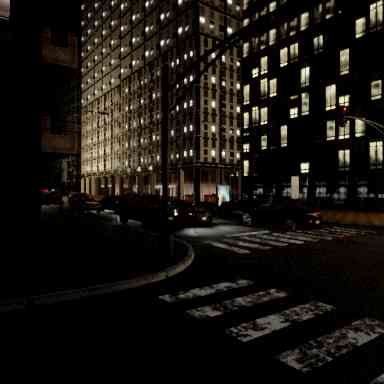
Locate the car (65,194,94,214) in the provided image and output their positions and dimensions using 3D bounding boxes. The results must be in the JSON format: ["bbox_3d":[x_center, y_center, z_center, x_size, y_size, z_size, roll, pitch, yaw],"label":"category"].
[{"bbox_3d":[-9.136,1.067,28.266,1.802,1.307,4.206,2,0,-36],"label":"car"}]

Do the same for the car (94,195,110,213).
[{"bbox_3d":[-6.449,0.988,28.954,1.882,1.535,5.008,0,1,-36],"label":"car"}]

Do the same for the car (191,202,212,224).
[{"bbox_3d":[-0.671,1.220,21.026,1.812,1.442,4.674,0,1,-36],"label":"car"}]

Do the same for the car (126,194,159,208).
[{"bbox_3d":[-5.669,0.965,37.736,1.947,1.339,4.313,1,0,-36],"label":"car"}]

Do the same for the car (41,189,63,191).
[{"bbox_3d":[-25.554,0.382,60.590,1.994,1.385,4.181,0,1,-36],"label":"car"}]

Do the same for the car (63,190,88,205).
[{"bbox_3d":[-12.340,0.813,37.053,2.128,1.511,4.902,0,1,-36],"label":"car"}]

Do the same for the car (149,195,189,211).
[{"bbox_3d":[-2.402,1.070,33.253,1.947,1.339,4.313,1,0,-36],"label":"car"}]

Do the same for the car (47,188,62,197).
[{"bbox_3d":[-28.538,0.099,69.114,1.967,1.590,4.097,1,0,-36],"label":"car"}]

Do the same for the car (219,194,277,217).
[{"bbox_3d":[4.140,1.027,24.287,2.192,1.841,5.009,1,0,-36],"label":"car"}]

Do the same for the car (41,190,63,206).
[{"bbox_3d":[-15.669,0.827,37.229,2.008,1.369,4.403,2,0,-36],"label":"car"}]

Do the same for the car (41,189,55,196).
[{"bbox_3d":[-31.808,0.096,73.597,1.887,1.381,4.507,1,0,-36],"label":"car"}]

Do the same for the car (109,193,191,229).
[{"bbox_3d":[-2.595,1.008,19.302,2.192,1.841,5.009,2,0,-36],"label":"car"}]

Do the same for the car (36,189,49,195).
[{"bbox_3d":[-35.076,-0.011,78.080,1.887,1.381,4.507,1,0,-36],"label":"car"}]

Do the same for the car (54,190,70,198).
[{"bbox_3d":[-25.274,0.309,64.632,1.887,1.381,4.507,1,0,-36],"label":"car"}]

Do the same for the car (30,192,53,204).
[{"bbox_3d":[-18.936,0.752,41.710,1.802,1.307,4.206,2,0,-36],"label":"car"}]

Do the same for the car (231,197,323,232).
[{"bbox_3d":[4.897,1.286,18.891,2.128,1.511,4.902,0,1,-40],"label":"car"}]
